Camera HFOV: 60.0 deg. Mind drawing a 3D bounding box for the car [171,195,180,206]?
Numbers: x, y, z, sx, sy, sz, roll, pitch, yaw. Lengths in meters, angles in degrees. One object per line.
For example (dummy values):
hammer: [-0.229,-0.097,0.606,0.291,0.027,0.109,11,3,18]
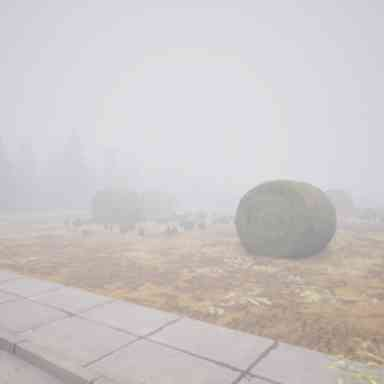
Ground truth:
car: [-4.465,1.644,61.082,2.150,2.045,5.566,-1,-1,37]
